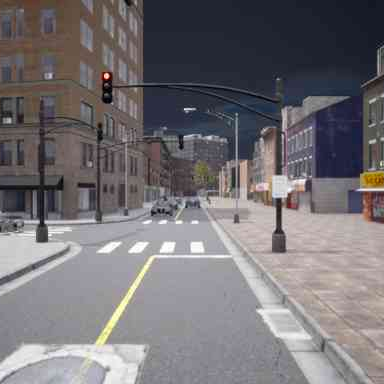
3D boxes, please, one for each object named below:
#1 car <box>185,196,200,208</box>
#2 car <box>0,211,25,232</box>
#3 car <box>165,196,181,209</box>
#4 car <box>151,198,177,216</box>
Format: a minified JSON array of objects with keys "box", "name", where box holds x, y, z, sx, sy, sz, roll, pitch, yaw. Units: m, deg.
[{"box":[0.127,1.363,47.976,2.097,1.767,4.553,0,0,0],"name":"car"},{"box":[-11.945,1.549,18.594,4.902,1.511,2.128,0,0,5],"name":"car"},{"box":[-2.824,1.360,42.087,2.097,1.767,4.553,0,0,0],"name":"car"},{"box":[-2.832,1.568,32.315,1.994,1.385,4.181,0,0,0],"name":"car"}]
